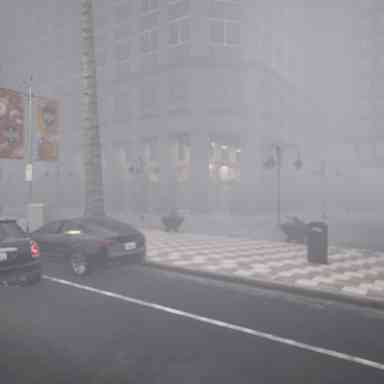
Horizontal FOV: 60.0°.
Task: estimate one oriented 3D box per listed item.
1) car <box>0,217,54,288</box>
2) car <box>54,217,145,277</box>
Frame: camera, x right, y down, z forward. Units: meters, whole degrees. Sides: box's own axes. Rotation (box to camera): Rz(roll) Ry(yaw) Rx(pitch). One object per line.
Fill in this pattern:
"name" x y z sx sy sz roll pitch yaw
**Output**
"car" -5.650 1.334 7.986 4.553 1.767 2.097 0 0 35
"car" -3.589 1.494 10.315 4.786 1.482 2.161 0 0 35
